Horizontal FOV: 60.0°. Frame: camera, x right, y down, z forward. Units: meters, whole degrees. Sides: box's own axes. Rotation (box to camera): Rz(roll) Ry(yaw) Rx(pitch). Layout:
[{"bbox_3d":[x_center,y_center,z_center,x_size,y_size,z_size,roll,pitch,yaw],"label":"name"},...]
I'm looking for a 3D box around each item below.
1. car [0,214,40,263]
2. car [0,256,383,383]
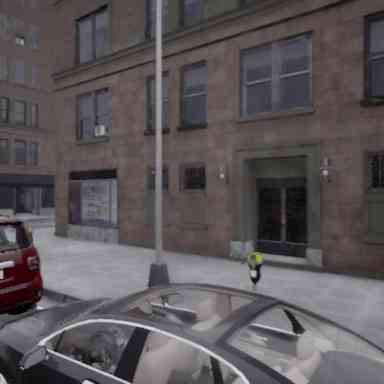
[{"bbox_3d":[-4.840,1.313,6.263,5.009,1.841,2.192,0,0,36],"label":"car"},{"bbox_3d":[-0.215,1.550,2.963,4.403,1.369,2.008,0,0,36],"label":"car"}]
